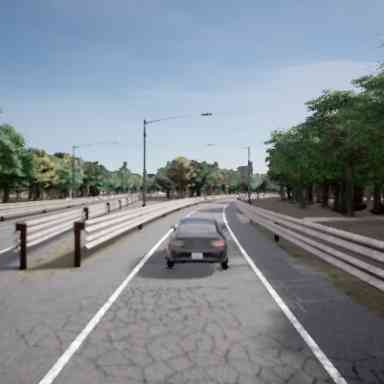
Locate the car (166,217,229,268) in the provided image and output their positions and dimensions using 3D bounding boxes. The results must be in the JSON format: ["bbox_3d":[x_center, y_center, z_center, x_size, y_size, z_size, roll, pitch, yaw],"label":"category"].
[{"bbox_3d":[0.203,1.554,11.234,1.812,1.442,4.674,0,0,2],"label":"car"}]
